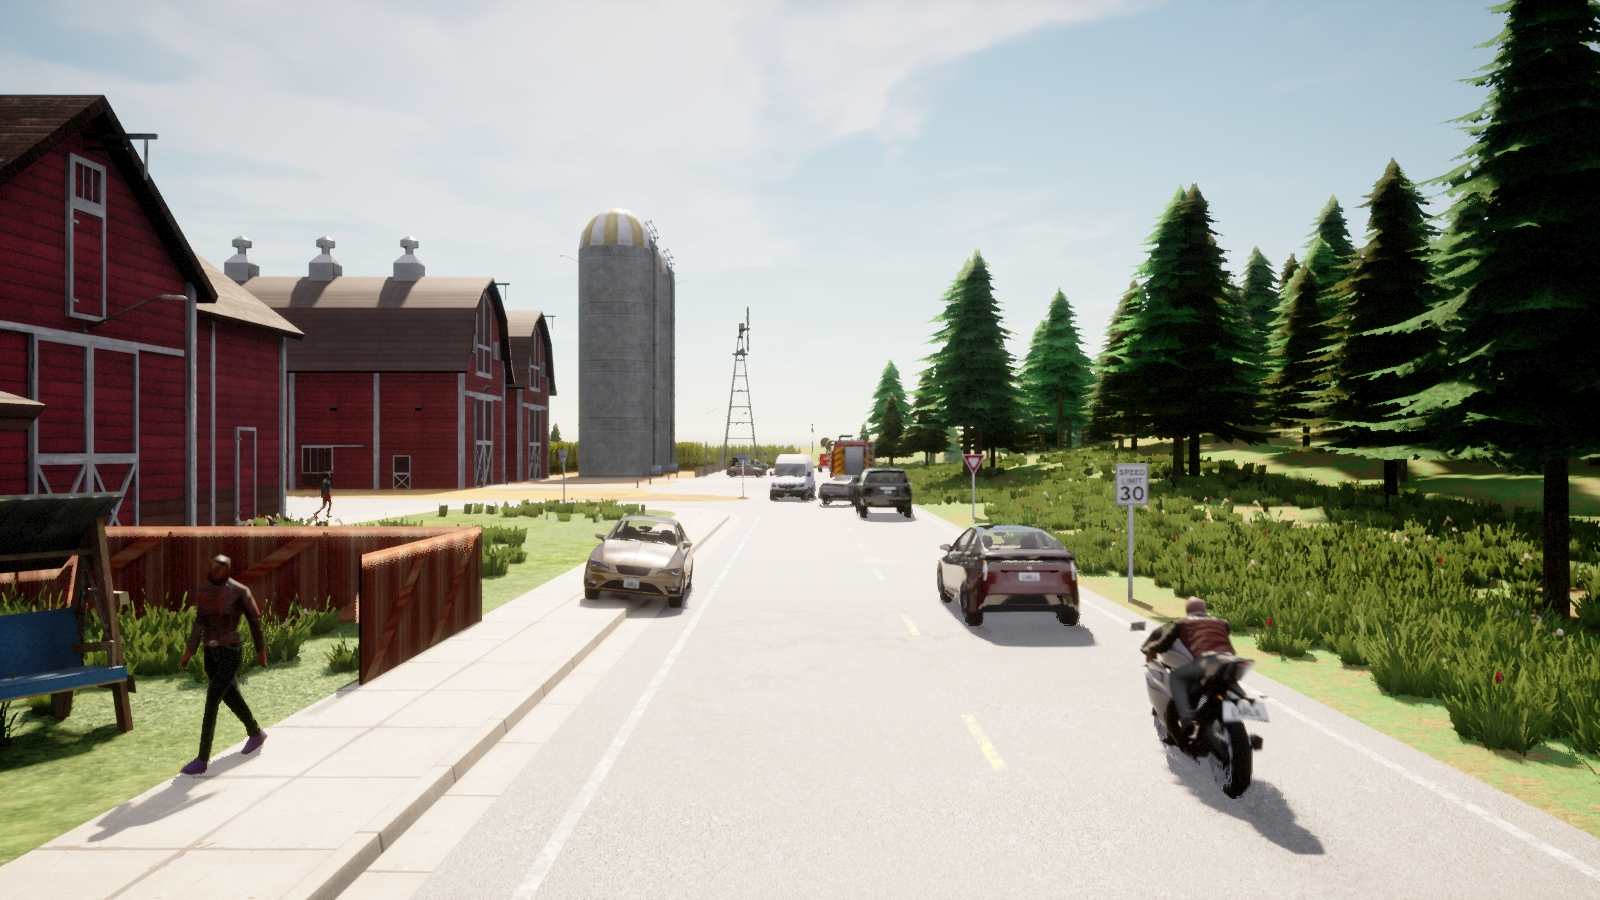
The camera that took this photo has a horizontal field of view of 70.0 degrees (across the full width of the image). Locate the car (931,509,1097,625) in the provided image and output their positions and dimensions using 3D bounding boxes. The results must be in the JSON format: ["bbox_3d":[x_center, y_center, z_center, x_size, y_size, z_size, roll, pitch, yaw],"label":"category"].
[{"bbox_3d":[3.521,1.900,19.650,2.007,1.525,4.514,0,0,0],"label":"car"}]

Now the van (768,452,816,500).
[{"bbox_3d":[-0.375,1.394,64.459,1.988,2.561,5.915,1,0,7],"label":"van"}]

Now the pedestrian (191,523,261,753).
[{"bbox_3d":[-4.817,1.555,9.592,0.375,1.860,0.375,0,0,10],"label":"pedestrian"}]

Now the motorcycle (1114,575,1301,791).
[{"bbox_3d":[3.520,1.961,10.125,0.867,1.460,2.209,0,0,0],"label":"motorcycle"}]

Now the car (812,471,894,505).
[{"bbox_3d":[2.758,1.904,58.275,2.128,1.511,4.902,1,0,30],"label":"car"}]

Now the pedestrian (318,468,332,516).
[{"bbox_3d":[-18.404,1.616,44.280,0.375,1.860,0.375,0,0,-1],"label":"pedestrian"}]

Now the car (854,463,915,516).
[{"bbox_3d":[3.548,1.633,48.935,2.150,2.045,5.566,0,0,0],"label":"car"}]
